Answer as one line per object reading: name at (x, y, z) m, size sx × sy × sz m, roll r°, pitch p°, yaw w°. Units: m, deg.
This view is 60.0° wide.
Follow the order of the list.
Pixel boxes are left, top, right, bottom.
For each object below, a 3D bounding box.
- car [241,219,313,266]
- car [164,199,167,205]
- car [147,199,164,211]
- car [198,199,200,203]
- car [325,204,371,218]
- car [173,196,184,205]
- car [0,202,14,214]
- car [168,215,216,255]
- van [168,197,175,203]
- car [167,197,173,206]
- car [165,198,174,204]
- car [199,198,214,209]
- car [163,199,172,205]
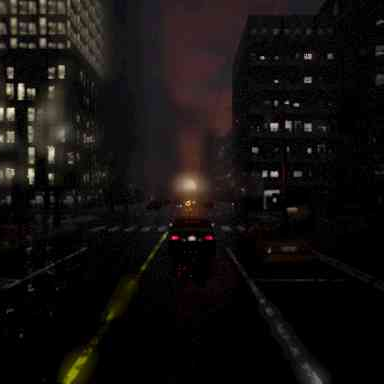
car at (2.805, 1.637, 11.918) m, size 1.752 × 1.417 × 4.829 m, roll -1°, pitch -1°, yaw 0°
car at (-5.714, 2.081, 55.353) m, size 1.947 × 1.339 × 4.313 m, roll -1°, pitch -1°, yaw 0°
car at (-5.713, 1.986, 49.530) m, size 1.752 × 1.417 × 4.829 m, roll -1°, pitch -1°, yaw 0°
car at (2.658, 2.275, 89.283) m, size 1.967 × 1.590 × 4.097 m, roll -1°, pitch -1°, yaw 0°
car at (16.307, 1.956, 34.882) m, size 4.403 × 1.369 × 2.008 m, roll 0°, pitch 0°, yaw 1°
car at (-3.015, 1.922, 74.700) m, size 2.150 × 2.045 × 5.566 m, roll 0°, pitch -1°, yaw 0°
car at (-21.668, 1.613, 35.375) m, size 4.829 × 1.417 × 1.752 m, roll 0°, pitch 0°, yaw 1°
car at (-0.001, 1.678, 13.979) m, size 2.033 × 1.411 × 5.357 m, roll 0°, pitch 0°, yaw 0°
van at (-5.725, 2.229, 94.936) m, size 1.690 × 1.788 × 3.998 m, roll -1°, pitch -1°, yaw 0°
car at (-5.717, 2.220, 72.316) m, size 1.887 × 1.381 × 4.507 m, roll -1°, pitch -1°, yaw 0°
car at (-5.720, 2.326, 83.625) m, size 1.887 × 1.381 × 4.507 m, roll -1°, pitch -1°, yaw 0°
car at (2.666, 2.066, 55.355) m, size 2.008 × 1.369 × 4.403 m, roll -1°, pitch -1°, yaw 0°
car at (-5.718, 2.310, 77.970) m, size 1.802 × 1.307 × 4.206 m, roll -1°, pitch -1°, yaw 0°
